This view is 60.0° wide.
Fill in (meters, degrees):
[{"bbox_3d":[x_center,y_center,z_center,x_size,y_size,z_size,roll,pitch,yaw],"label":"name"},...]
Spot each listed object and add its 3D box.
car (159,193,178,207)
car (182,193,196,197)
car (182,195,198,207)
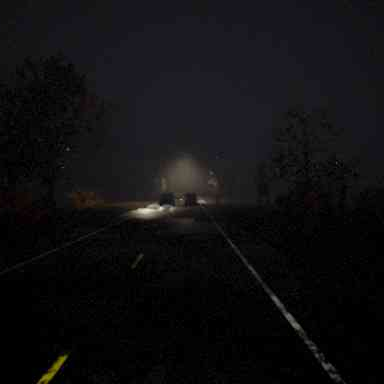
[{"bbox_3d":[-3.741,1.181,50.661,2.150,2.045,5.566,0,0,0],"label":"car"},{"bbox_3d":[-0.209,1.169,56.271,2.150,2.045,5.566,0,0,0],"label":"car"},{"bbox_3d":[-0.084,1.534,51.464,1.994,1.385,4.181,0,0,-1],"label":"car"}]
